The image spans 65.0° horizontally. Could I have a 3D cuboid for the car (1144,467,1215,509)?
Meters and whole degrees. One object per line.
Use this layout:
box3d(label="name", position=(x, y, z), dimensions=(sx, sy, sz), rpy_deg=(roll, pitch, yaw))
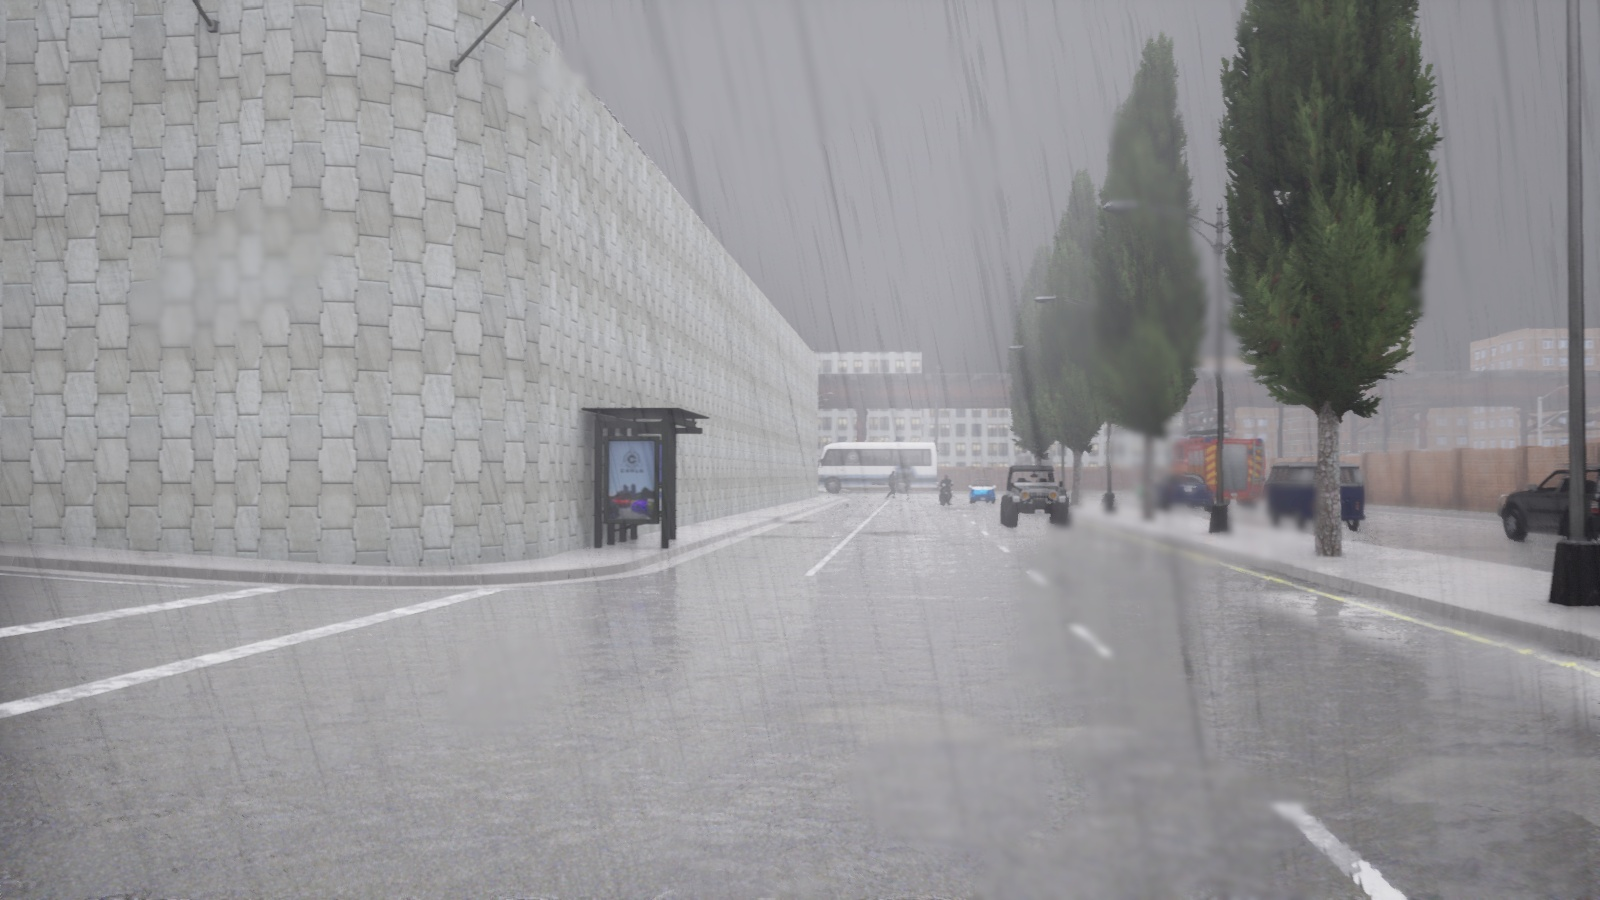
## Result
box3d(label="car", position=(16.752, 1.673, 55.650), dimensions=(2.097, 1.767, 4.553), rpy_deg=(0, -1, 5))

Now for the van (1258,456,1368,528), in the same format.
box3d(label="van", position=(15.046, 1.215, 37.064), dimensions=(1.775, 1.987, 4.442), rpy_deg=(0, -1, 5))

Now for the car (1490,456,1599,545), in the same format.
box3d(label="car", position=(17.787, 1.098, 28.616), dimensions=(1.932, 1.855, 4.605), rpy_deg=(0, -1, 5))

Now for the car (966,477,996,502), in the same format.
box3d(label="car", position=(9.956, 2.171, 69.128), dimensions=(1.481, 1.376, 2.207), rpy_deg=(0, -1, 5))

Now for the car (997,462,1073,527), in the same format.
box3d(label="car", position=(7.139, 1.330, 38.434), dimensions=(1.905, 1.878, 3.866), rpy_deg=(0, -1, 5))

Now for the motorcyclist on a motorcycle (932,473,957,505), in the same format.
box3d(label="motorcyclist on a motorcycle", position=(7.259, 1.968, 63.091), dimensions=(0.866, 1.590, 1.817), rpy_deg=(-1, -1, 20))

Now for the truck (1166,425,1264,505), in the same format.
box3d(label="truck", position=(21.039, 0.793, 64.206), dimensions=(2.891, 3.827, 8.468), rpy_deg=(0, -1, 5))
